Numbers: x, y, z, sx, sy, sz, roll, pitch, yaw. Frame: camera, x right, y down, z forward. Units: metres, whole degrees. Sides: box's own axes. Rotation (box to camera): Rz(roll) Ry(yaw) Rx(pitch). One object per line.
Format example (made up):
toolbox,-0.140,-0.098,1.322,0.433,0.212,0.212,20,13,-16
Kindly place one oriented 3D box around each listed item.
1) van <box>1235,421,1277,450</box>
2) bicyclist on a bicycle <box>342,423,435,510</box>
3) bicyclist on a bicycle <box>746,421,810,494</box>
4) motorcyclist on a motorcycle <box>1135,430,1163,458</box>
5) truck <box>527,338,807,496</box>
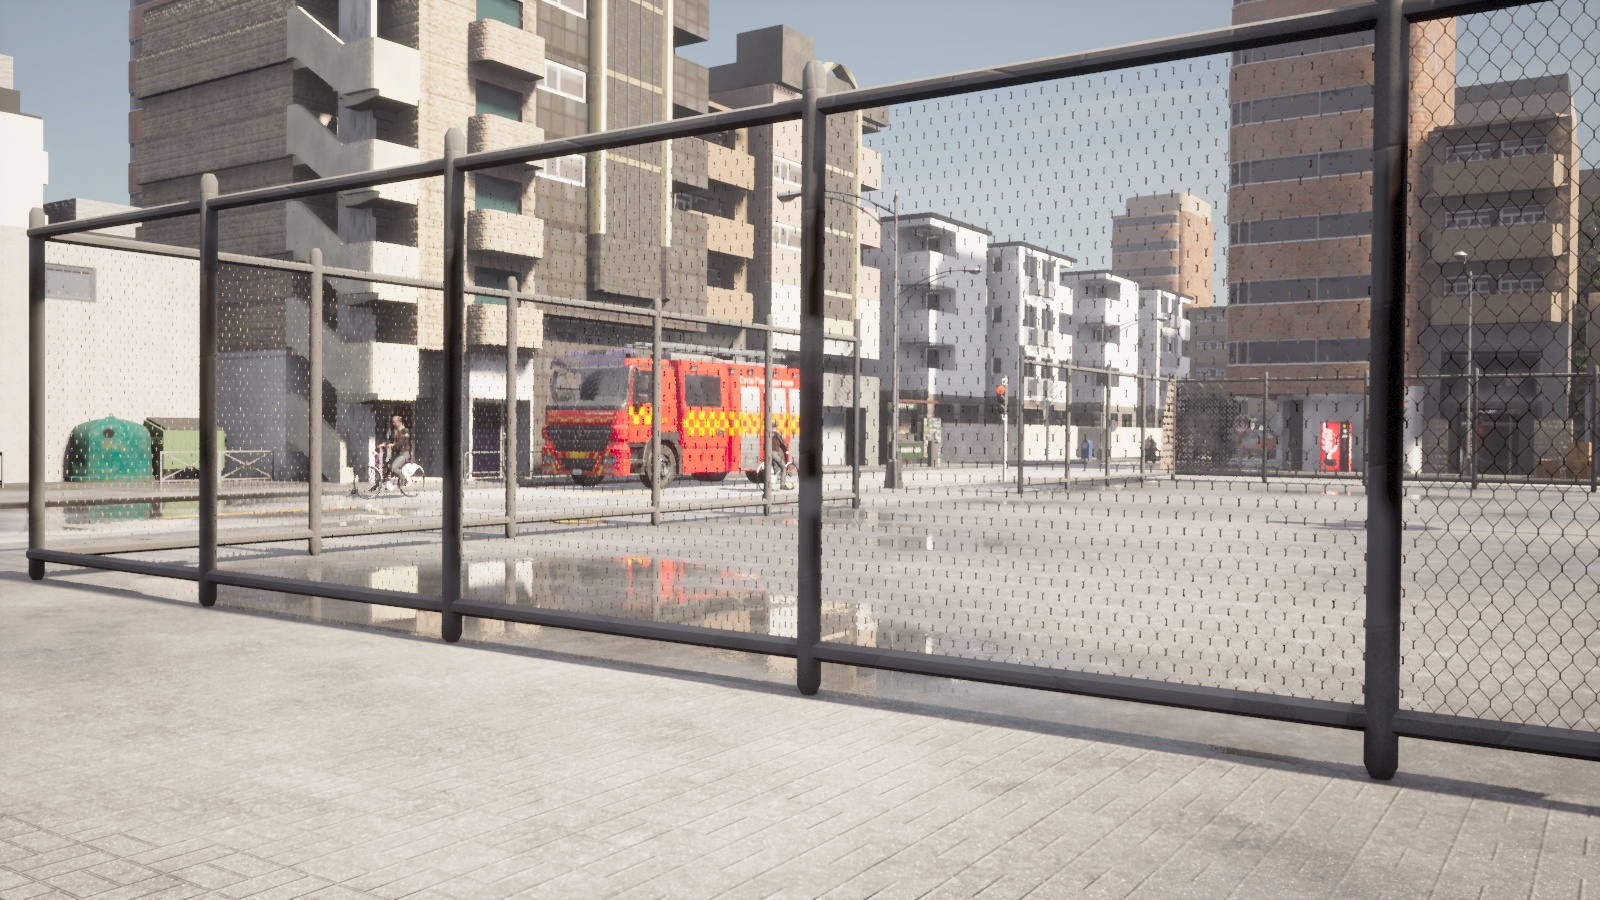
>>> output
van,31.832,-0.999,87.584,1.775,1.987,4.442,0,1,34
bicyclist on a bicycle,-8.685,0.318,26.570,0.659,1.776,1.843,0,1,33
bicyclist on a bicycle,-0.528,0.175,31.639,0.659,1.776,1.843,0,1,34
motorcyclist on a motorcycle,18.966,-0.337,68.235,0.866,1.530,2.191,0,1,33
truck,-3.352,-0.877,34.639,2.891,3.827,8.468,0,1,34
